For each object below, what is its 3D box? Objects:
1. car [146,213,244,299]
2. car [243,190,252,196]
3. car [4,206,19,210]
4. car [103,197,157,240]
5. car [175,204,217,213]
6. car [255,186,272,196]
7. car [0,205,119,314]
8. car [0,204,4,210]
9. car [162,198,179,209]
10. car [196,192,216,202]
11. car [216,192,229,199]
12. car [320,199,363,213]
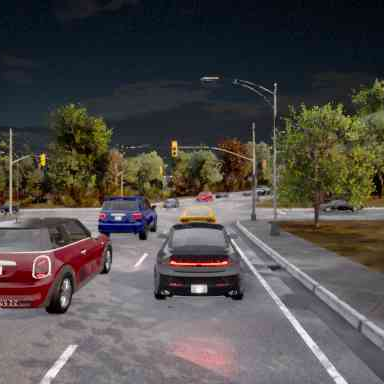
[{"bbox_3d":[0.154,1.517,8.467,1.837,1.490,4.892,0,0,1],"label":"car"},{"bbox_3d":[14.627,0.267,84.324,1.994,1.385,4.181,0,3,33],"label":"car"},{"bbox_3d":[-21.174,1.827,35.662,4.718,1.301,1.895,-1,0,3],"label":"car"},{"bbox_3d":[-3.181,1.260,17.364,2.150,2.045,5.566,0,0,2],"label":"car"},{"bbox_3d":[0.348,1.518,17.846,1.882,1.535,5.008,0,0,2],"label":"car"},{"bbox_3d":[17.947,0.150,83.044,1.882,1.535,5.008,0,3,33],"label":"car"},{"bbox_3d":[-3.353,1.363,7.801,2.097,1.767,4.553,0,0,1],"label":"car"},{"bbox_3d":[-21.519,1.709,32.172,4.902,1.511,2.128,-1,0,4],"label":"car"},{"bbox_3d":[-3.015,1.666,48.911,1.812,1.442,4.674,0,0,7],"label":"car"},{"bbox_3d":[2.626,1.008,68.325,2.150,2.045,5.566,0,2,21],"label":"car"},{"bbox_3d":[7.074,0.804,78.053,2.033,1.411,5.357,0,3,26],"label":"car"},{"bbox_3d":[16.385,1.534,37.011,4.902,1.511,2.128,-1,0,4],"label":"car"}]
